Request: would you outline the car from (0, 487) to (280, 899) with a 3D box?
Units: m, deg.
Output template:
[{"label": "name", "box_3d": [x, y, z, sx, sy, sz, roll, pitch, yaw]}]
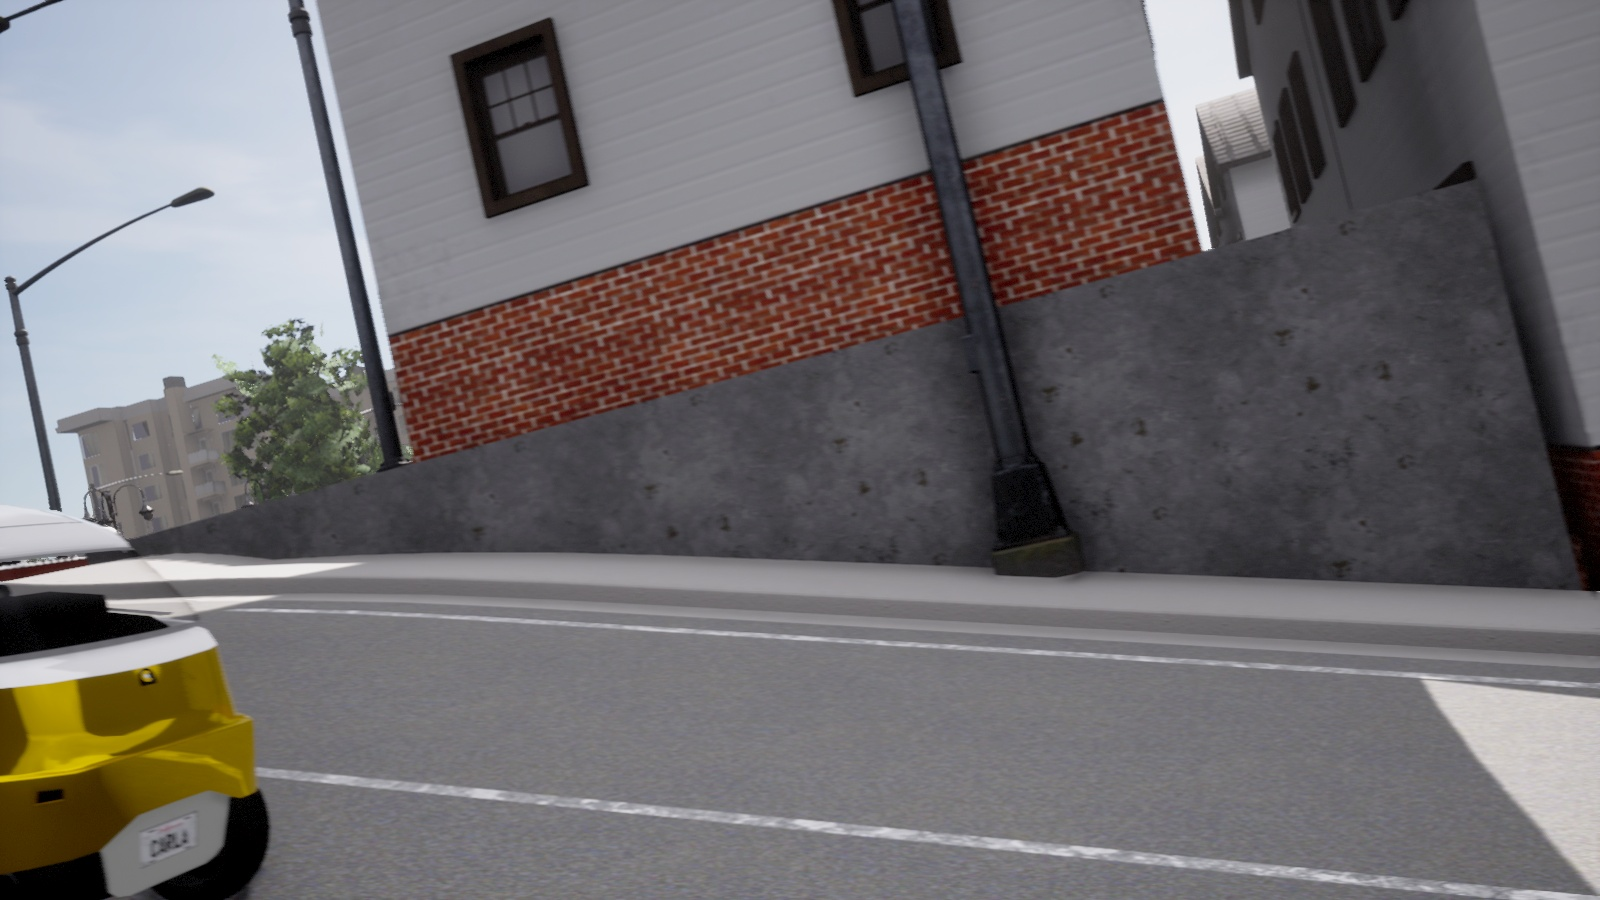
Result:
[{"label": "car", "box_3d": [-3.192, 0.847, 4.249, 2.207, 1.376, 1.481, 1, 1, 18]}]
